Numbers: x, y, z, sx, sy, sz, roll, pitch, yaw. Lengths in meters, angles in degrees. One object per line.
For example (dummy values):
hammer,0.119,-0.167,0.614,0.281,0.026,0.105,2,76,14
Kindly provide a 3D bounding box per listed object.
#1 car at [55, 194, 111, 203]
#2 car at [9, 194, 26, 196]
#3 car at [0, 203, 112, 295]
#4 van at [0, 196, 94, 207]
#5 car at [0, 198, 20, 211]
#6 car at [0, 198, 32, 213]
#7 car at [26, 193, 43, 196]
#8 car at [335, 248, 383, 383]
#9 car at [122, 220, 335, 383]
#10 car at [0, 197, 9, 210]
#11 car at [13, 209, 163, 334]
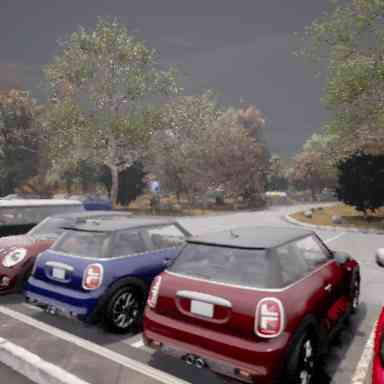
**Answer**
car,-9.652,1.192,29.398,2.435,2.045,5.566,0,0,35
car,-18.632,1.187,35.782,2.435,2.045,5.566,0,0,35
car,-3.191,1.340,8.829,2.185,1.767,4.553,0,0,35
van,-5.561,1.236,10.332,1.878,1.987,4.442,0,0,35
car,-23.170,1.476,39.007,2.163,1.488,4.792,0,0,35
car,-20.867,1.471,37.441,2.163,1.488,4.792,0,0,35
car,-11.822,1.188,30.939,2.435,2.045,5.566,0,0,35
car,3.629,1.227,3.907,2.435,2.045,5.566,0,0,35
car,1.343,1.348,5.529,2.185,1.767,4.553,0,0,35
car,-25.426,1.451,40.640,2.097,1.535,5.008,0,0,35
car,-0.942,1.344,7.153,2.185,1.767,4.553,0,0,35
